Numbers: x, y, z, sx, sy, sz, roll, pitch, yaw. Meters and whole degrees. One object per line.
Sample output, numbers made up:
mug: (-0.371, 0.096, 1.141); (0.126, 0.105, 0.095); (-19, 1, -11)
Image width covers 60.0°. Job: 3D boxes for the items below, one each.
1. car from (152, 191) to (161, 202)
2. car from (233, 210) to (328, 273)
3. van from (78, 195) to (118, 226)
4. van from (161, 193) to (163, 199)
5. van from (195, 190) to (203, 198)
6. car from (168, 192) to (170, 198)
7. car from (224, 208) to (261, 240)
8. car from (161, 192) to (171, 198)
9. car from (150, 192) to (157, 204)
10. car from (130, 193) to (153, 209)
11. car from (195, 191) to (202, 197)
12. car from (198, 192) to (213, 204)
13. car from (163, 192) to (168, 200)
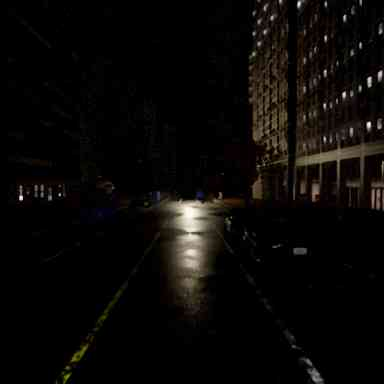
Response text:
car: (-6.146, 1.034, 49.408); (1.887, 1.381, 4.507); (-1, 1, 0)
car: (2.596, 1.441, 10.113); (1.947, 1.339, 4.313); (-1, 1, 0)
van: (-5.892, 1.123, 21.284); (1.690, 1.788, 3.998); (-1, 1, 0)
van: (-6.202, 0.774, 55.030); (1.690, 1.788, 3.998); (-1, 1, 0)
van: (1.919, 0.470, 83.231); (1.690, 1.788, 3.998); (-1, 1, 0)
car: (-6.404, 0.765, 77.532); (2.008, 1.369, 4.403); (-1, 1, 0)
car: (2.544, 1.378, 15.738); (1.947, 1.339, 4.313); (-1, 1, 0)
car: (-6.456, 0.711, 83.156); (2.008, 1.369, 4.403); (-1, 1, 0)
car: (-6.093, 1.073, 43.614); (1.752, 1.417, 4.829); (-1, 1, 0)
car: (-6.043, 1.154, 38.159); (2.008, 1.369, 4.403); (-1, 1, 0)
car: (1.818, 0.465, 94.480); (1.967, 1.590, 4.097); (-1, 1, 0)
car: (2.234, 1.040, 49.486); (1.802, 1.307, 4.206); (-1, 1, 0)
car: (-6.301, 0.867, 66.281); (1.887, 1.381, 4.507); (-1, 1, 0)
